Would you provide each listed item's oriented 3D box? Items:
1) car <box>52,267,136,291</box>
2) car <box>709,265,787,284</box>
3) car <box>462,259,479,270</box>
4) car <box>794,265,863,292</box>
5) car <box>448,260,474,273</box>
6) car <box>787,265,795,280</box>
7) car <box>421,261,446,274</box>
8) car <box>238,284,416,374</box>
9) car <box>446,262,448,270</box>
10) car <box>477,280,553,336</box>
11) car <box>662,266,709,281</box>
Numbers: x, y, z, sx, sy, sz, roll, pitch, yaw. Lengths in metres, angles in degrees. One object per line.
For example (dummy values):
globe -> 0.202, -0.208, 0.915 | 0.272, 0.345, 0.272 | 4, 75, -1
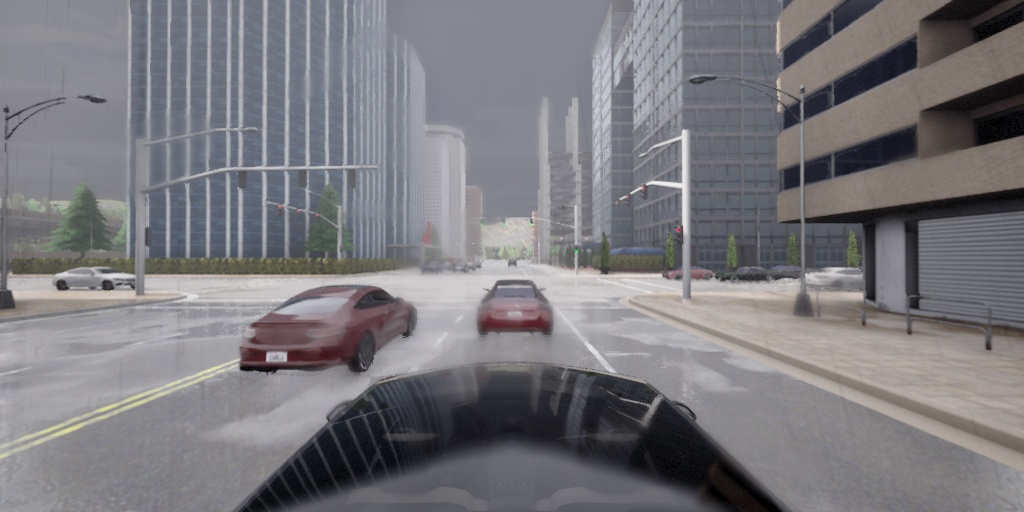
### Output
car -> -26.435, 1.439, 22.941 | 4.674, 1.442, 1.812 | 0, 0, 1
car -> 19.384, 1.569, 29.620 | 4.718, 1.301, 1.895 | 0, 0, 1
car -> -7.028, 1.728, 59.963 | 1.812, 1.442, 4.674 | 0, 0, 1
car -> 20.878, 1.438, 22.403 | 4.674, 1.442, 1.812 | 0, 0, 1
car -> -7.047, 1.616, 50.010 | 2.128, 1.511, 4.902 | 0, 0, 0
car -> 25.399, 1.543, 33.056 | 5.357, 1.411, 2.033 | 0, 0, 1
car -> -10.552, 1.457, 47.487 | 2.097, 1.767, 4.553 | 0, 0, 0
car -> -3.425, 1.321, 7.545 | 1.812, 1.442, 4.674 | 0, 0, 0
car -> -10.540, 1.707, 57.301 | 1.812, 1.442, 4.674 | 0, 0, 1
car -> 0.089, 1.384, 10.646 | 1.994, 1.385, 4.181 | 0, 0, 0
car -> 16.163, 1.560, 33.159 | 4.181, 1.385, 1.994 | 0, 0, 1
